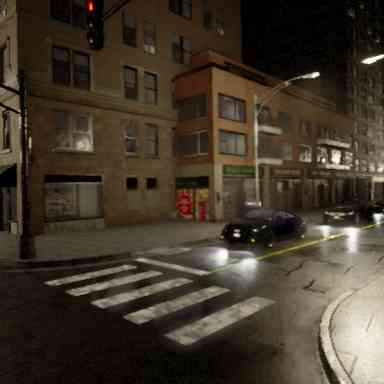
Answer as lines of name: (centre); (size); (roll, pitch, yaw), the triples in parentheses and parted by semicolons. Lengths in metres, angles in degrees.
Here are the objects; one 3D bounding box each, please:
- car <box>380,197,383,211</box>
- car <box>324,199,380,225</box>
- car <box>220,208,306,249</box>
car: (17.136, 0.987, 28.206); (2.033, 1.411, 5.357); (-1, 1, 45)
car: (9.941, 1.163, 20.874); (1.812, 1.442, 4.674); (-1, 1, 44)
car: (3.052, 1.392, 13.855); (1.994, 1.385, 4.181); (-1, 1, 44)
